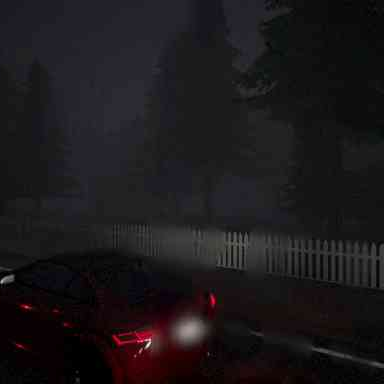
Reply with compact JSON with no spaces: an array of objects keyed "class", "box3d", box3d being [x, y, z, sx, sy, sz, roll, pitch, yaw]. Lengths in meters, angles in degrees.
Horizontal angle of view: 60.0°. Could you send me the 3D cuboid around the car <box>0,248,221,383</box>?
[{"class":"car","box3d":[-1.675,1.564,4.975,4.181,1.385,1.994,0,0,35]}]
